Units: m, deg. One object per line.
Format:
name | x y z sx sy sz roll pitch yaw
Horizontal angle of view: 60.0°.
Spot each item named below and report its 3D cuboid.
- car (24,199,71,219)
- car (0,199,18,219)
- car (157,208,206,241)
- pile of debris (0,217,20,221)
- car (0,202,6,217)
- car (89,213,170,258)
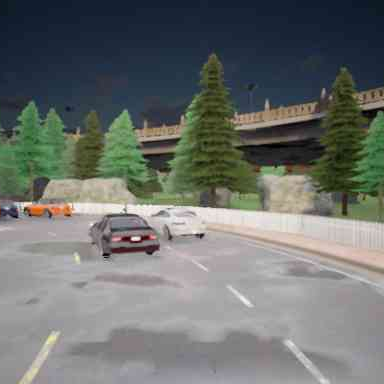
car | -12.769 1.355 29.309 4.553 1.767 2.097 0 0 34
car | -16.549 1.360 27.560 4.553 1.767 2.097 0 0 30
car | -0.943 1.516 16.600 1.812 1.442 4.674 0 0 -27
pile of debris | -15.391 2.184 27.255 1.860 0.140 1.500 0 0 31
car | -14.539 1.536 22.004 4.674 1.442 1.812 0 0 36
car | -2.810 1.543 12.938 2.033 1.411 5.357 0 0 -24
